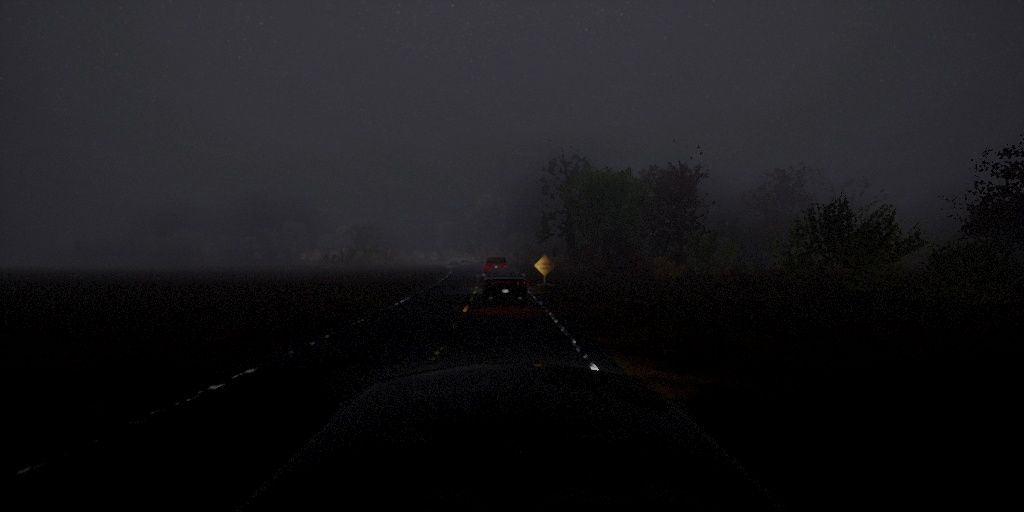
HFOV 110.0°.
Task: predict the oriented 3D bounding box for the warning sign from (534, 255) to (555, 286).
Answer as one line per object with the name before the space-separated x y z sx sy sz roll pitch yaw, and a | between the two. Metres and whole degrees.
warning sign | 1.981 0.863 21.750 1.300 1.860 1.060 0 0 -4

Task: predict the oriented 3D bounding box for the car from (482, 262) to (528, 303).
car | -0.376 1.234 16.613 1.882 1.535 5.008 0 0 -3

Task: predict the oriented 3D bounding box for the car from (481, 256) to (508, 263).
car | -1.501 1.007 31.674 2.150 2.045 5.566 0 0 -6
